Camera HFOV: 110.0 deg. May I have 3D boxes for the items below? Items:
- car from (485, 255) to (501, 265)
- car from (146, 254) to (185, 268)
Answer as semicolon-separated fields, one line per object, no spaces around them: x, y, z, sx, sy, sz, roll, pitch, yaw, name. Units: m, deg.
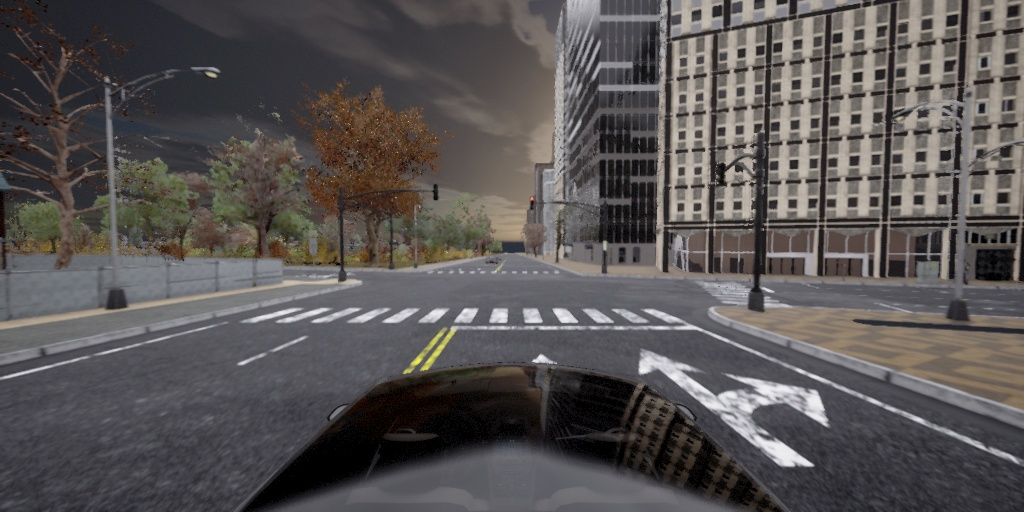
-3.239;0.693;57.352;1.994;1.385;4.181;0;1;0;car
-34.818;0.597;35.701;4.902;1.511;2.128;1;2;21;car
